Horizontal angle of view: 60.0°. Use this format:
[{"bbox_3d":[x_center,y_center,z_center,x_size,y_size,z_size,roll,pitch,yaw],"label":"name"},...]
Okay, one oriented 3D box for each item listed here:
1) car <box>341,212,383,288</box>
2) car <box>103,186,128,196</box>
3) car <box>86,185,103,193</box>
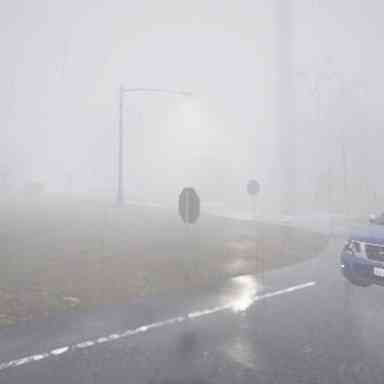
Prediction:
[{"bbox_3d":[5.948,1.120,8.109,5.566,2.045,2.150,-3,2,-36],"label":"car"},{"bbox_3d":[-11.660,-0.277,51.867,1.882,1.535,5.008,0,2,-36],"label":"car"},{"bbox_3d":[-17.500,-0.600,59.988,1.882,1.535,5.008,0,2,-36],"label":"car"}]
